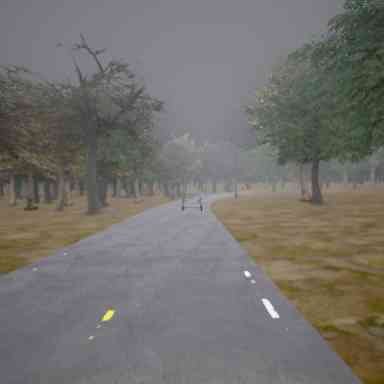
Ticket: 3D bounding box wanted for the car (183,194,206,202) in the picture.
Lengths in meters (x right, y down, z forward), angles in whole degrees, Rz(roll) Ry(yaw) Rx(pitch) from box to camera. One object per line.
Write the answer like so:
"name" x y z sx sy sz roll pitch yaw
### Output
"car" -0.012 0.863 30.276 2.033 1.649 4.856 0 1 0
